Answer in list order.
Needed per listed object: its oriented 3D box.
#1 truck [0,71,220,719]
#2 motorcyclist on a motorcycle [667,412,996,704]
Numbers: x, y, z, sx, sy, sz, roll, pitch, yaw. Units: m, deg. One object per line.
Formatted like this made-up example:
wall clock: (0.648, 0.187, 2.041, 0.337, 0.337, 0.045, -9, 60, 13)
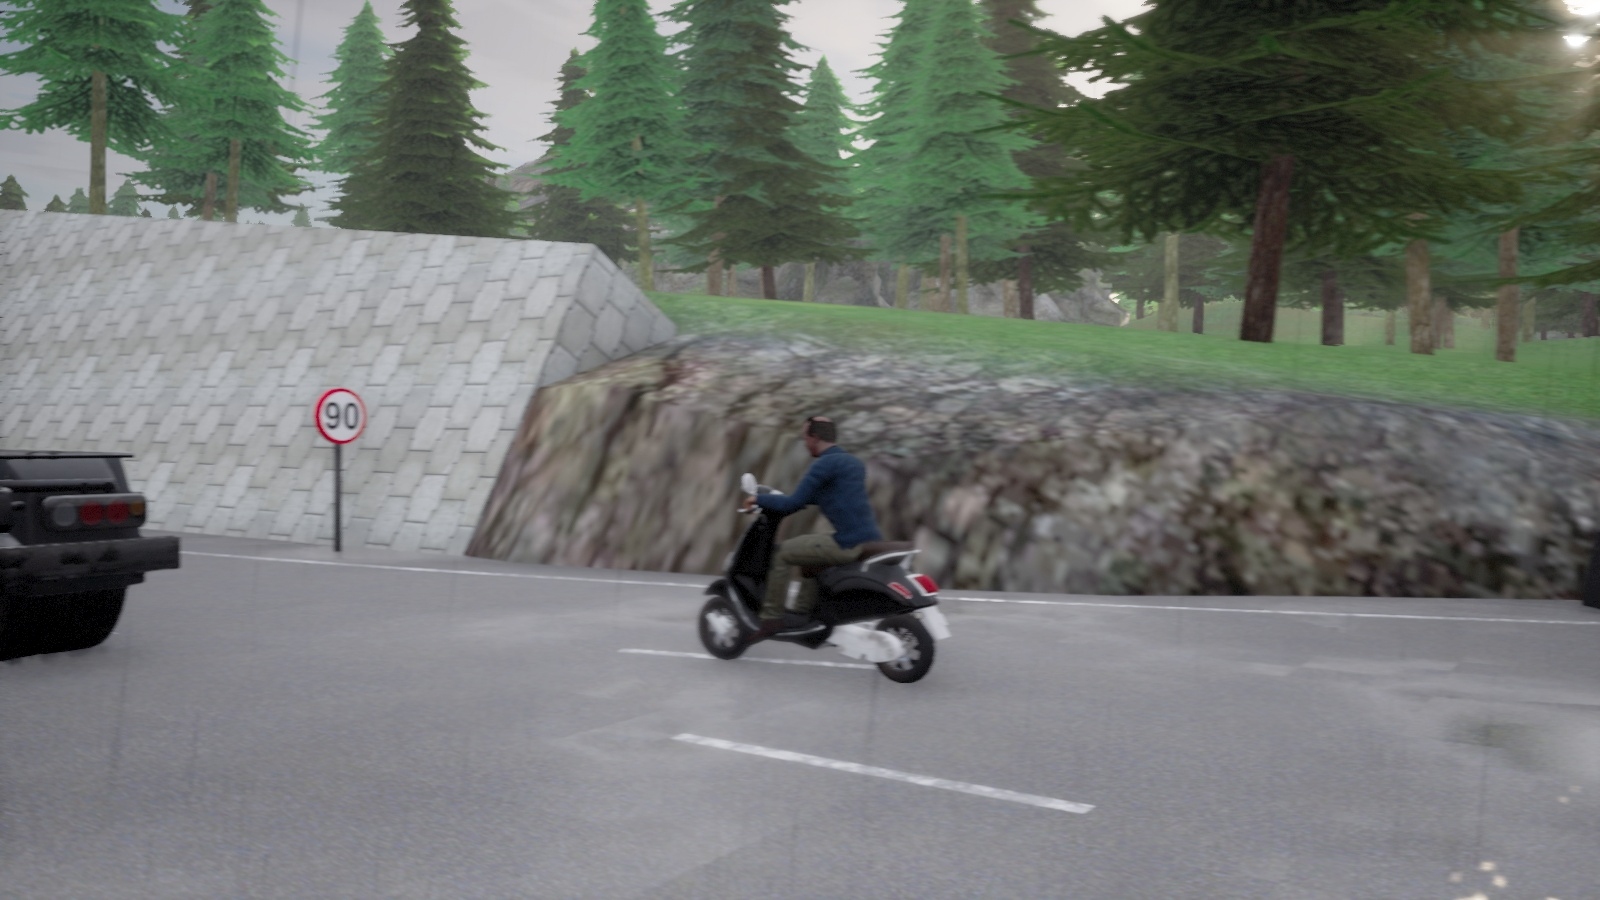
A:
truck: (-7.706, -0.286, 8.724, 7.936, 3.462, 2.891, 0, 1, 34)
motorcyclist on a motorcycle: (0.177, 0.583, 7.707, 1.817, 1.590, 0.866, 0, 1, 34)
